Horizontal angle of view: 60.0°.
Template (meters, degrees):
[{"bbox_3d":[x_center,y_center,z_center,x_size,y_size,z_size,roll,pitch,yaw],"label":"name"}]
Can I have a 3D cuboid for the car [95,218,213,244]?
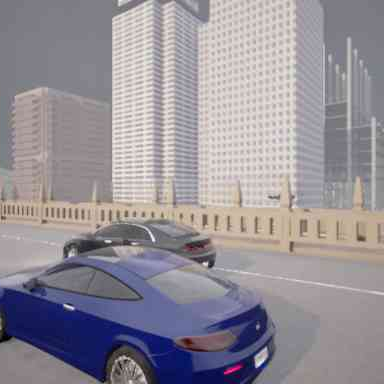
[{"bbox_3d":[-1.653,1.502,9.385,4.892,1.490,1.837,0,0,35],"label":"car"}]

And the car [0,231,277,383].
[{"bbox_3d":[-1.161,1.524,4.763,4.674,1.442,1.812,0,0,35],"label":"car"}]
